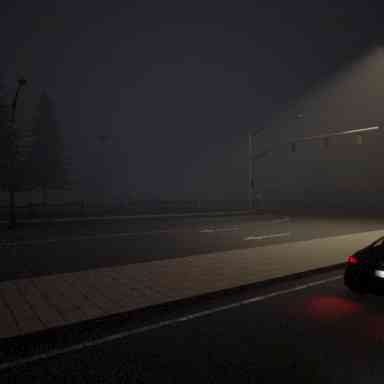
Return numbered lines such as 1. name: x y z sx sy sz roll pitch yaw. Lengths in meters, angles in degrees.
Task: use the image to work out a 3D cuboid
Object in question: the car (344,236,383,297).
1. car: 5.356 1.564 7.597 4.181 1.385 1.994 0 0 -35
